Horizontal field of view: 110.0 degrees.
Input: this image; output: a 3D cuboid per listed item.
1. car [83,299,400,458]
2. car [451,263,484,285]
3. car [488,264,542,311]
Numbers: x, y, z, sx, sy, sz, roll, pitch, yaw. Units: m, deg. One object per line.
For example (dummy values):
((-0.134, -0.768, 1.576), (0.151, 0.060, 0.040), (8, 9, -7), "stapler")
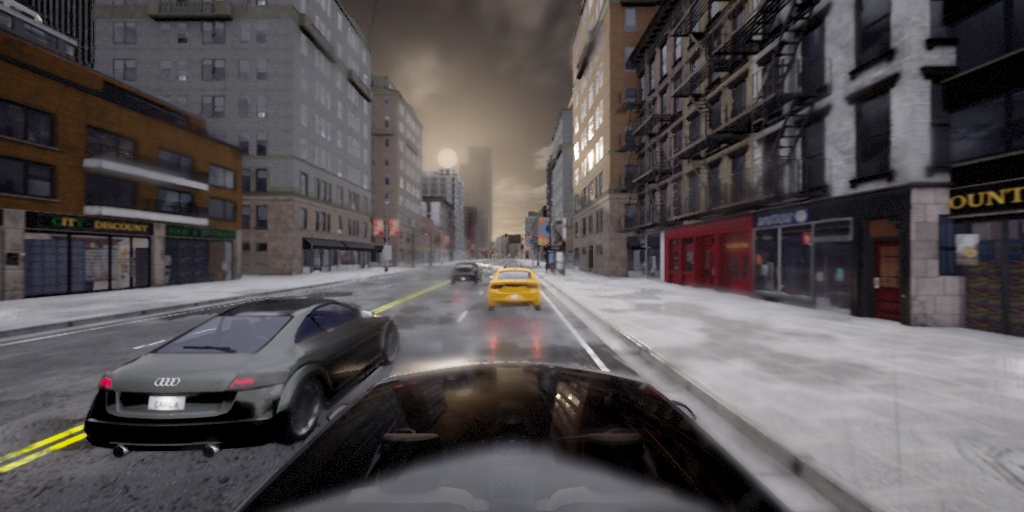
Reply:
((-3.150, 1.308, 5.278), (1.994, 1.385, 4.181), (0, 0, 0), "car")
((-3.143, 1.217, 25.587), (1.837, 1.490, 4.892), (0, 0, 0), "car")
((0.103, 1.206, 14.446), (1.882, 1.535, 5.008), (0, 0, 0), "car")
